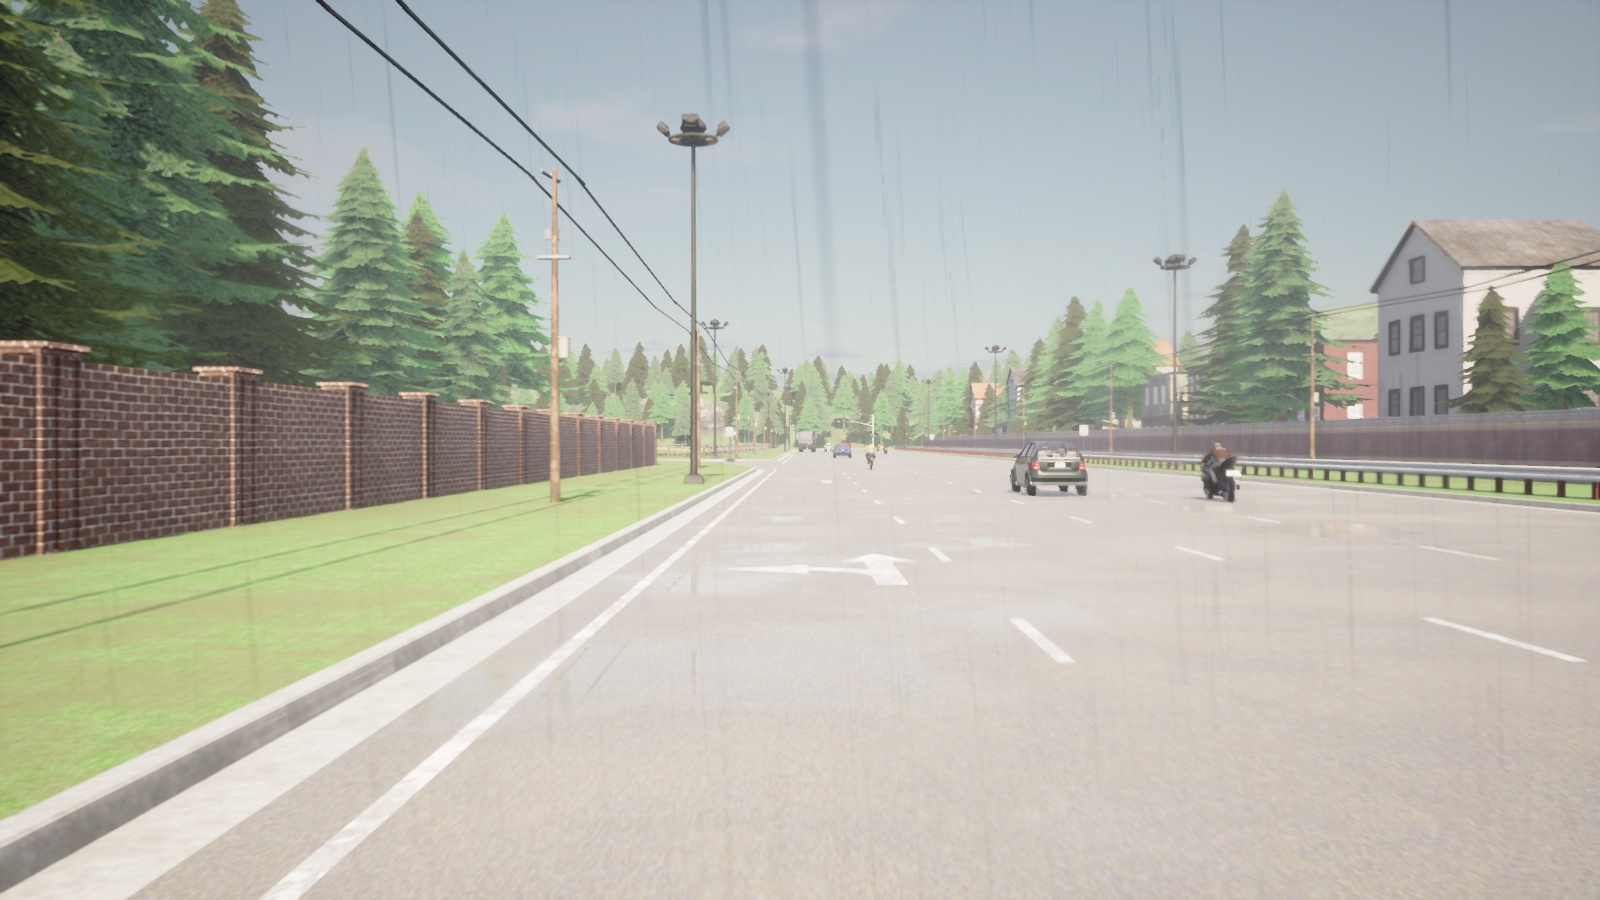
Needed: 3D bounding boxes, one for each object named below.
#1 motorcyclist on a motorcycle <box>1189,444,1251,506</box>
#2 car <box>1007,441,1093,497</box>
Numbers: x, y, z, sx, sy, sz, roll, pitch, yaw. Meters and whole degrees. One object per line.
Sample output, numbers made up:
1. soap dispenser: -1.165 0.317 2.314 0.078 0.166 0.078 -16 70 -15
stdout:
1. motorcyclist on a motorcycle: 10.699 0.609 32.069 0.866 1.530 2.191 0 0 0
2. car: 7.225 0.523 36.668 1.789 1.549 3.705 0 0 0
